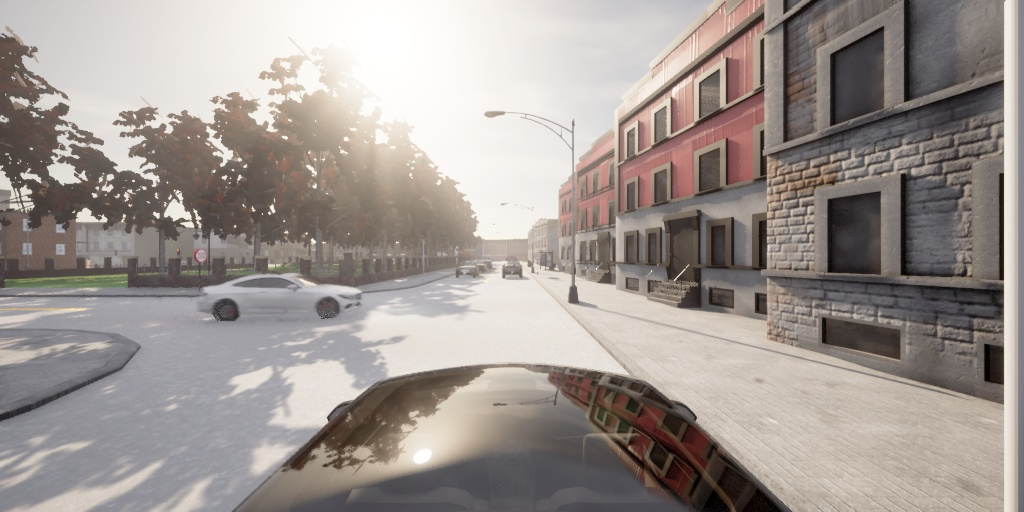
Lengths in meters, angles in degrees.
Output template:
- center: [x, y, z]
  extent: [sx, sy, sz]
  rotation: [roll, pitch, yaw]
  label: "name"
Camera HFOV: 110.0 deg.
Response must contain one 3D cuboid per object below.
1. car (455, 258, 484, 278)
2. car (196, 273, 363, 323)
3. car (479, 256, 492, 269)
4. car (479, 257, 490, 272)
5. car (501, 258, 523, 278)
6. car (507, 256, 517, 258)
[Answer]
- center: [-4.184, 1.241, 34.169]
  extent: [2.128, 1.511, 4.902]
  rotation: [0, 0, 0]
  label: "car"
- center: [-7.426, 1.275, 11.768]
  extent: [4.674, 1.442, 1.812]
  rotation: [0, 0, -10]
  label: "car"
- center: [-4.205, 0.971, 55.051]
  extent: [2.150, 2.045, 5.566]
  rotation: [0, 0, 0]
  label: "car"
- center: [-4.205, 1.227, 44.317]
  extent: [1.882, 1.535, 5.008]
  rotation: [0, 0, 0]
  label: "car"
- center: [0.024, 1.241, 34.397]
  extent: [2.128, 1.511, 4.902]
  rotation: [0, 0, 0]
  label: "car"
- center: [-0.062, 0.971, 64.156]
  extent: [2.150, 2.045, 5.566]
  rotation: [0, 0, 0]
  label: "car"
